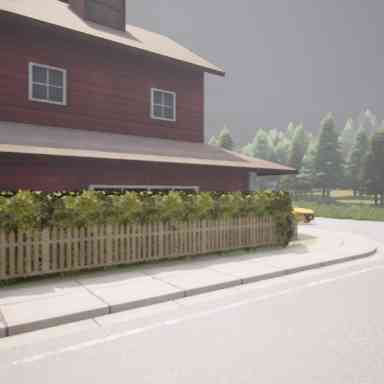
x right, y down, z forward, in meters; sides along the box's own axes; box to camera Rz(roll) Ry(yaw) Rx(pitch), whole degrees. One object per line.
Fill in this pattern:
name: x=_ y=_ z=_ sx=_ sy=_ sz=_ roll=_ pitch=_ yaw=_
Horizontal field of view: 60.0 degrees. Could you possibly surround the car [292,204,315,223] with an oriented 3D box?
car: x=6.209 y=1.366 z=23.470 sx=1.882 sy=1.535 sz=5.008 roll=0 pitch=0 yaw=-35
